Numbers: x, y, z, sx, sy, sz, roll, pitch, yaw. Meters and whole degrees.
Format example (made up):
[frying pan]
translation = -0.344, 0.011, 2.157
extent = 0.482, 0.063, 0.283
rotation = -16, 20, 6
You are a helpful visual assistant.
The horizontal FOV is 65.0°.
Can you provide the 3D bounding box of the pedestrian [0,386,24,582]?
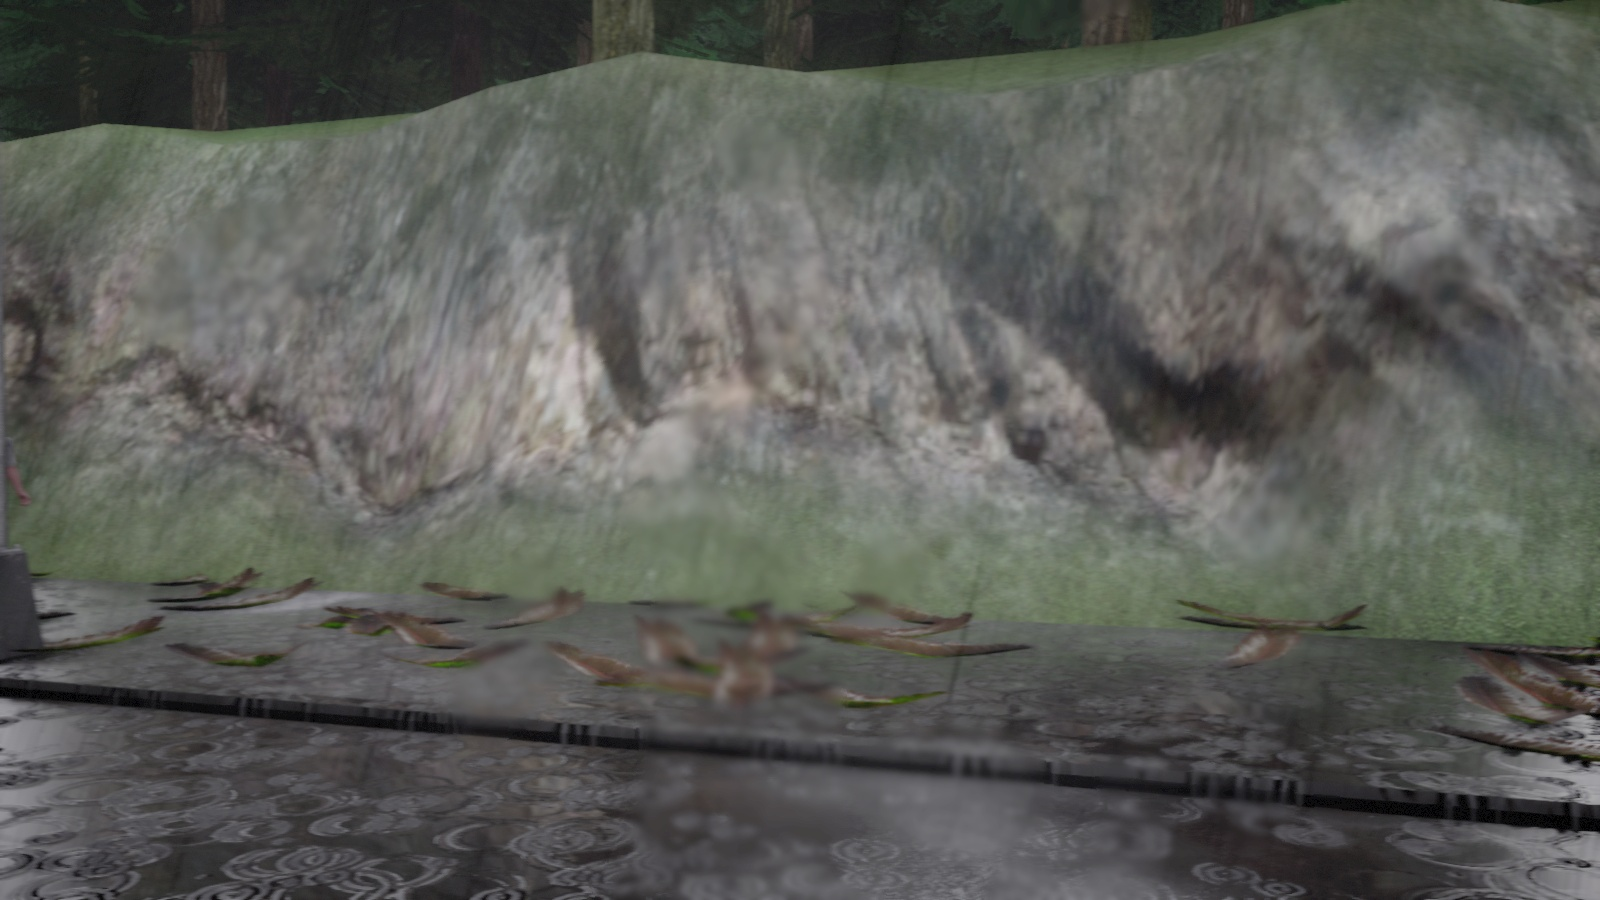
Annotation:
[pedestrian]
translation = -7.817, 0.316, 11.949
extent = 0.706, 1.836, 0.354
rotation = 1, 1, 18
